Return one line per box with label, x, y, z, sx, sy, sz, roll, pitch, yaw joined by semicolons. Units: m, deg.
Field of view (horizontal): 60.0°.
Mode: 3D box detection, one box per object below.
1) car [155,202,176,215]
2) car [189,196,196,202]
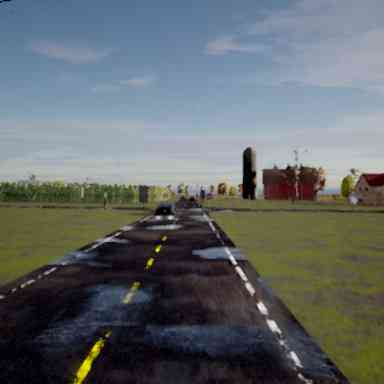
car;-2.740;1.737;35.661;1.994;1.385;4.181;0;0;0
car;0.056;1.965;91.178;1.837;1.490;4.892;0;0;0
